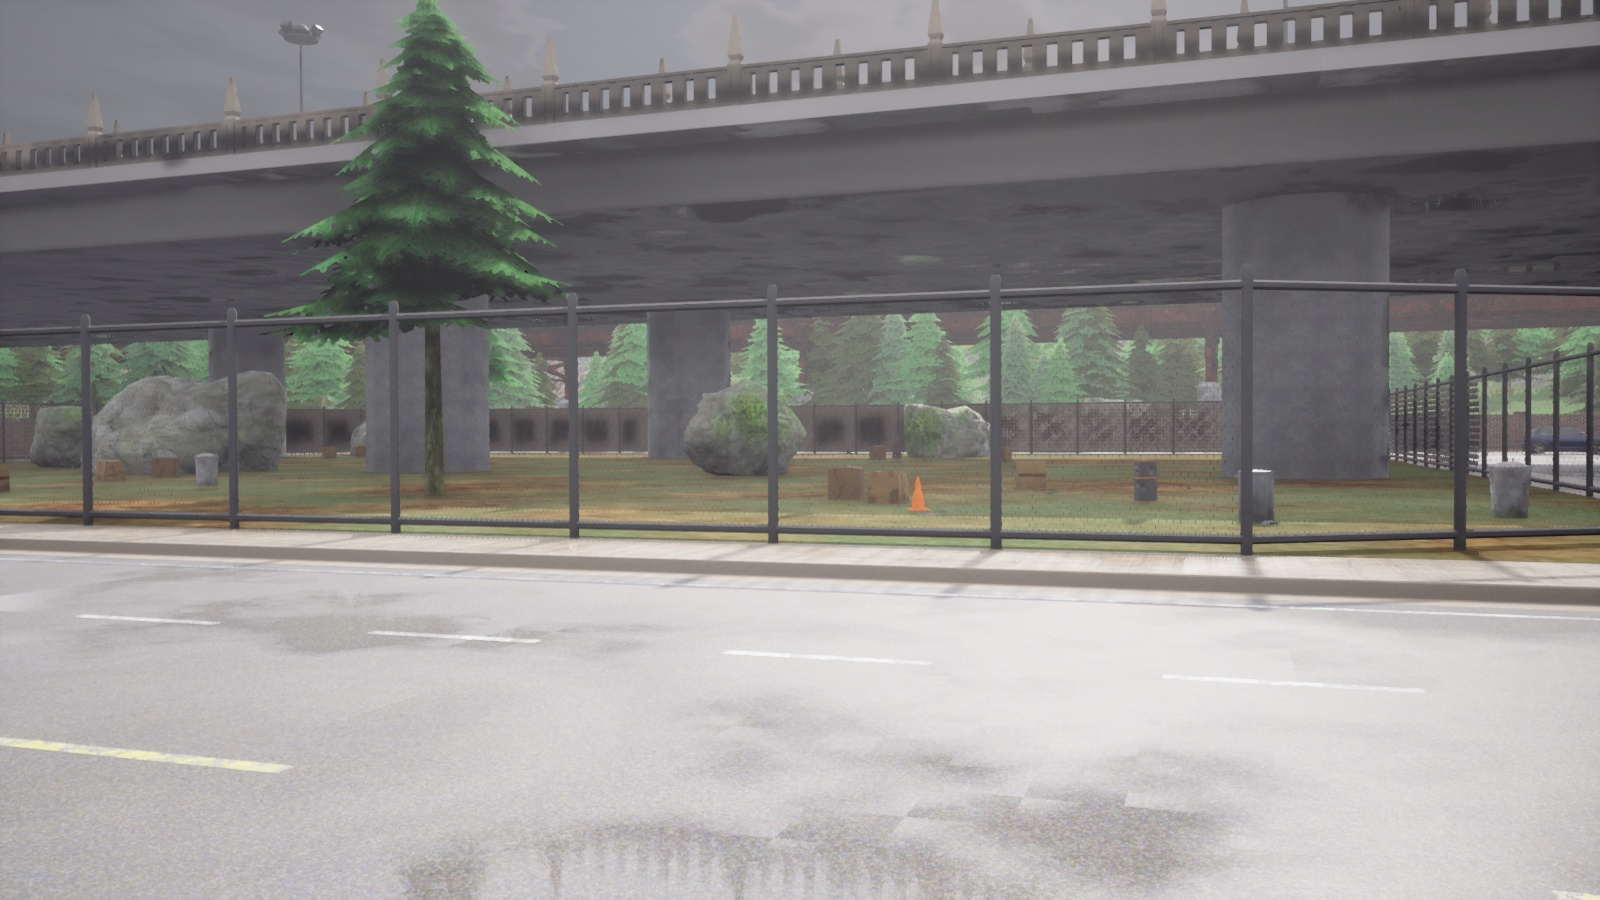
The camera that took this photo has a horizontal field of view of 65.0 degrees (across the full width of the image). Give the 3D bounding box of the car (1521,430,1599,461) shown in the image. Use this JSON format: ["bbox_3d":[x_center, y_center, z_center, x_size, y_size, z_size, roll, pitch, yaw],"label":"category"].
[{"bbox_3d":[44.936,-0.277,73.355,4.553,1.767,2.097,1,1,20],"label":"car"}]
